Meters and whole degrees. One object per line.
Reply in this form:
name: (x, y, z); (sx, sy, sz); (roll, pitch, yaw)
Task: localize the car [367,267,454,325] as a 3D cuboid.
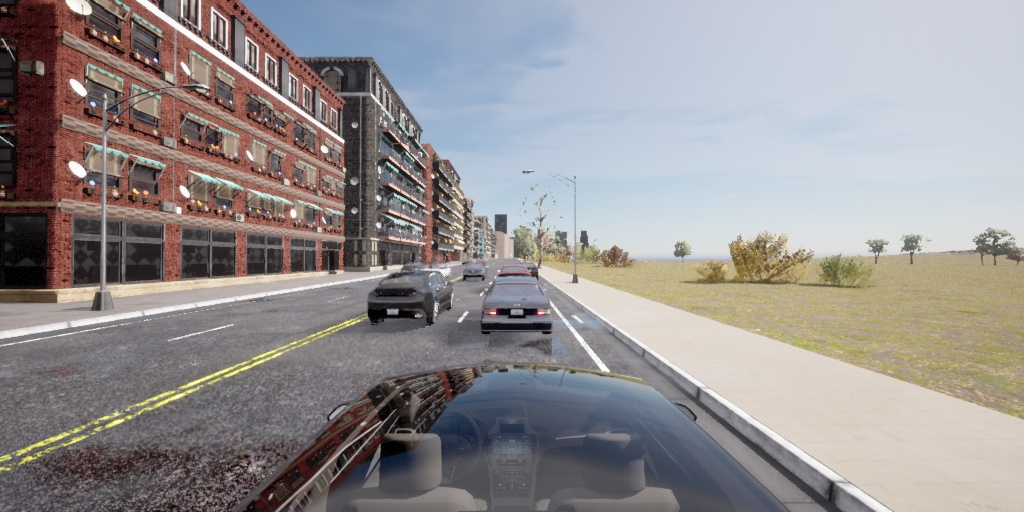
car: (-3.132, 1.254, 11.853); (1.837, 1.490, 4.892); (0, -1, 0)

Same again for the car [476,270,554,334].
car: (0.118, 1.299, 10.540); (2.033, 1.411, 5.357); (0, 0, 0)

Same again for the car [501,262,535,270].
car: (0.144, 1.231, 21.079); (1.882, 1.535, 5.008); (0, 0, 0)

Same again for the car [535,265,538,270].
car: (1.200, 1.232, 30.517); (1.882, 1.535, 5.008); (0, 0, 0)

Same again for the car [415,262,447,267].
car: (-6.537, 1.355, 30.768); (1.895, 1.301, 4.718); (0, 0, 0)

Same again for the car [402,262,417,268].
car: (-9.777, 1.318, 35.851); (1.994, 1.385, 4.181); (0, 0, 0)

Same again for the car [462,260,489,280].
car: (-3.091, 1.302, 30.945); (2.033, 1.411, 5.357); (0, 0, 0)
